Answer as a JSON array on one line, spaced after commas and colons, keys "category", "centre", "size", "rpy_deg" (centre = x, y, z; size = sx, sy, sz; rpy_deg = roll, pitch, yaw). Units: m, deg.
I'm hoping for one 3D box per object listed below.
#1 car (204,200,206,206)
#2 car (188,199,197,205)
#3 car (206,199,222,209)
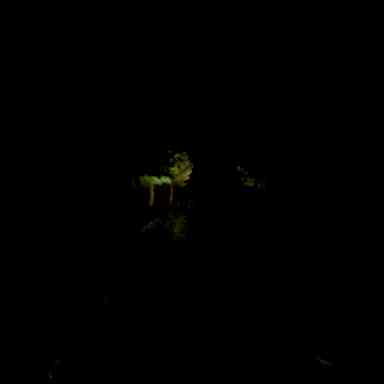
[{"category": "car", "centre": [3.608, 2.149, 69.665], "size": [1.882, 1.535, 5.008], "rpy_deg": [0, -1, 0]}, {"category": "car", "centre": [0.126, 2.406, 80.838], "size": [1.812, 1.442, 4.674], "rpy_deg": [0, -1, 0]}, {"category": "car", "centre": [3.681, 1.854, 52.071], "size": [1.837, 1.490, 4.892], "rpy_deg": [0, -1, 0]}]
